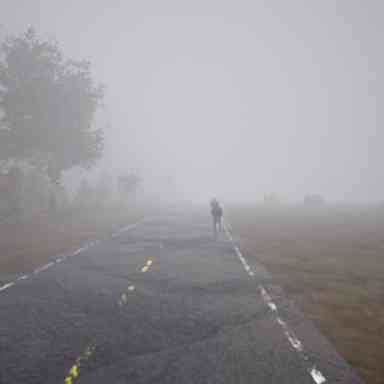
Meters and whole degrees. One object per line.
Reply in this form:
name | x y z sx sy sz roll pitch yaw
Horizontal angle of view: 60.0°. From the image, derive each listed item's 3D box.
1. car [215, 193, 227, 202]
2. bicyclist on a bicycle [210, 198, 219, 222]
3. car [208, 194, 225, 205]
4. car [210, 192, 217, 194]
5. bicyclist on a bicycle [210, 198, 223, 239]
car | 6.553 1.470 73.321 1.994 1.385 4.181 0 0 10
bicyclist on a bicycle | 1.686 1.336 25.324 0.659 1.776 1.843 0 0 3
car | 4.138 1.495 57.029 1.994 1.385 4.181 0 0 8
car | 5.315 1.133 82.931 2.150 2.045 5.566 0 0 11
bicyclist on a bicycle | 1.212 1.348 16.126 0.659 1.776 1.843 0 0 2
